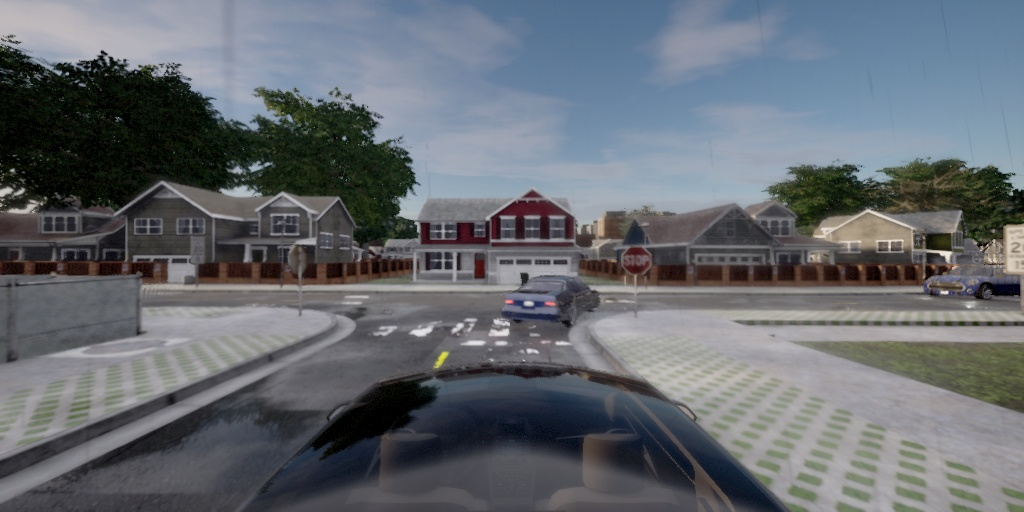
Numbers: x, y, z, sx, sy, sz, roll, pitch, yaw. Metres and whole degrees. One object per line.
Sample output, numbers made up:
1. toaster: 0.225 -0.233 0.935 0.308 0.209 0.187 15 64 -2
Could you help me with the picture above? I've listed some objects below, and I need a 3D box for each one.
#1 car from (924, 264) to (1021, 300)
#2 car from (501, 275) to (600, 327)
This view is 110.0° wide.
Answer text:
1. car: 24.222 1.287 18.614 4.553 1.767 2.097 0 0 -9
2. car: 1.517 1.344 11.891 2.033 1.411 5.357 0 -1 25
